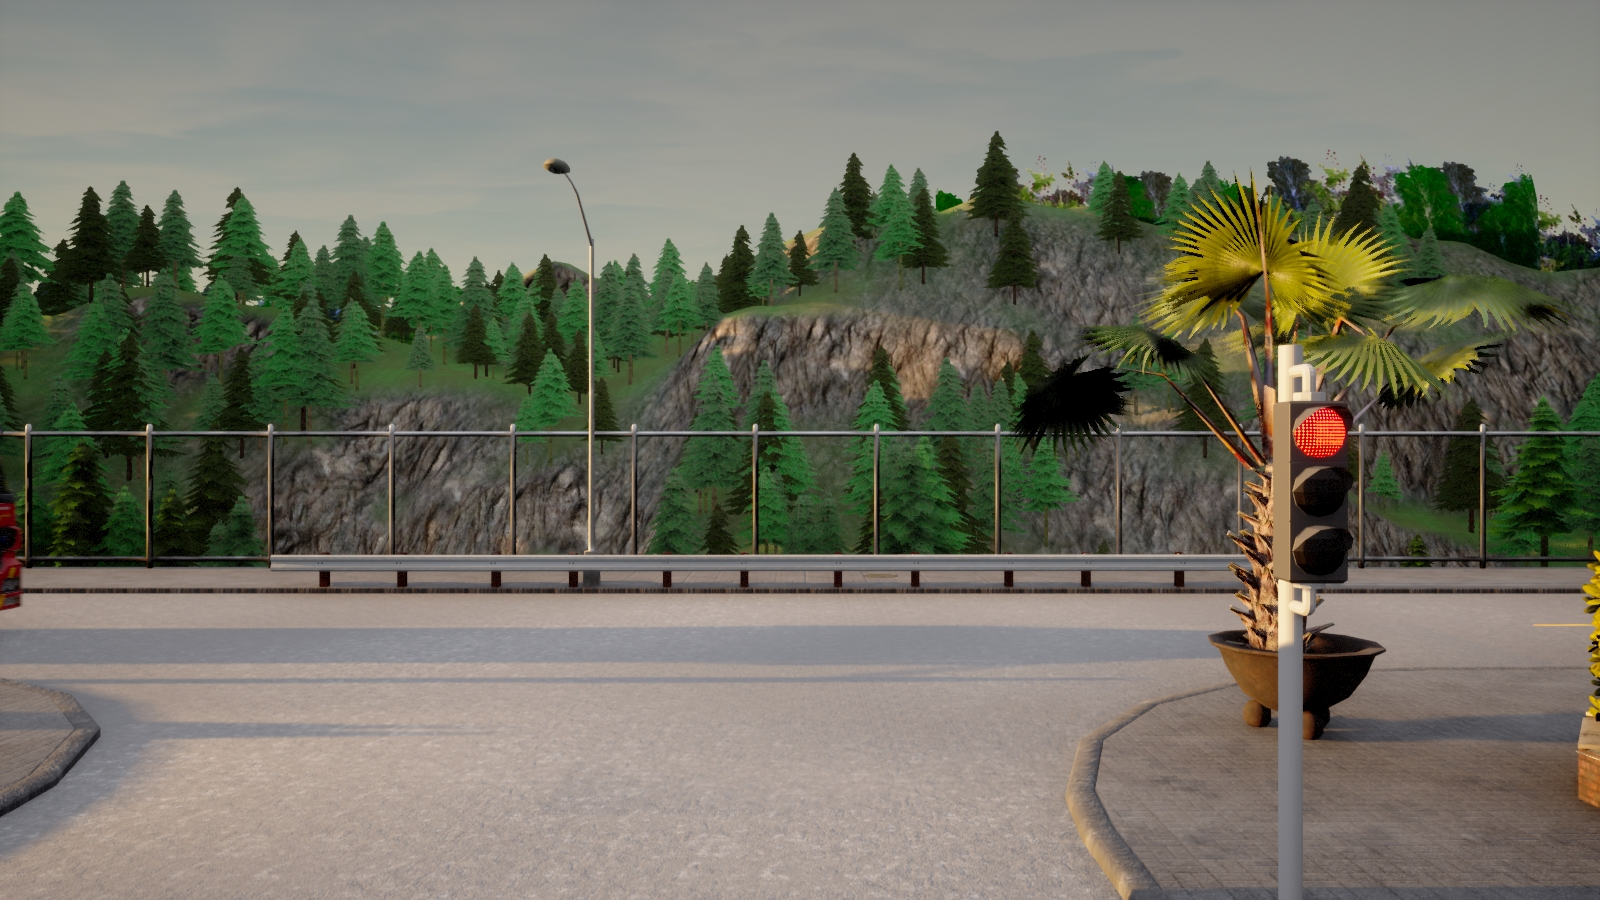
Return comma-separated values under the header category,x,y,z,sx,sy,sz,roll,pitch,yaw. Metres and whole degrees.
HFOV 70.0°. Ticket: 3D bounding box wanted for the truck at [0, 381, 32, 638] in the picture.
category,x,y,z,sx,sy,sz,roll,pitch,yaw
truck,-16.170,0.891,16.323,8.468,3.827,2.891,0,0,0
